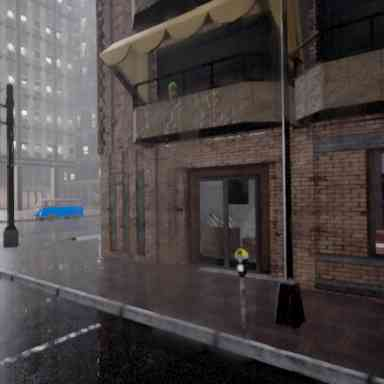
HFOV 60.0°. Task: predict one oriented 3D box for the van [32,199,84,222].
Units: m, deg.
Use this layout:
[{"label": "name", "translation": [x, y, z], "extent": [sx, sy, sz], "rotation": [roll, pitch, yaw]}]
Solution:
[{"label": "van", "translation": [-10.847, 1.453, 27.184], "extent": [1.690, 1.788, 3.998], "rotation": [-2, -1, 36]}]
